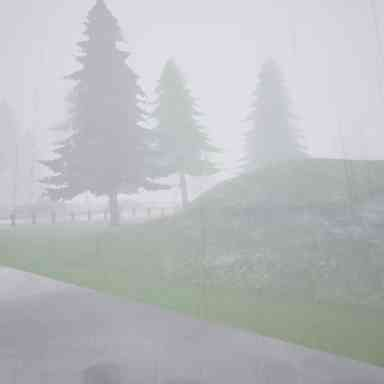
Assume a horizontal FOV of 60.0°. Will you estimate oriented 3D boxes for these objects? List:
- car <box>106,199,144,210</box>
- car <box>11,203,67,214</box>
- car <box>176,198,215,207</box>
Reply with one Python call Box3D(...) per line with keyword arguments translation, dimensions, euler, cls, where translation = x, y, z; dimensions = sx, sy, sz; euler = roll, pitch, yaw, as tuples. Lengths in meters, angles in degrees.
Box3D(translation=(-7.517, 1.466, 37.335), dimensions=(4.181, 1.385, 1.994), euler=(0, 0, -40), cls="car")
Box3D(translation=(-14.150, 1.386, 31.004), dimensions=(2.128, 1.511, 4.902), euler=(0, 0, 44), cls="car")
Box3D(translation=(0.541, 1.462, 43.613), dimensions=(5.357, 1.411, 2.033), euler=(0, 0, -35), cls="car")
